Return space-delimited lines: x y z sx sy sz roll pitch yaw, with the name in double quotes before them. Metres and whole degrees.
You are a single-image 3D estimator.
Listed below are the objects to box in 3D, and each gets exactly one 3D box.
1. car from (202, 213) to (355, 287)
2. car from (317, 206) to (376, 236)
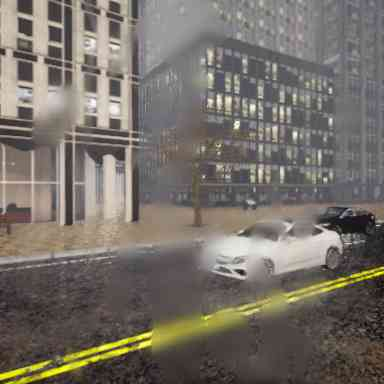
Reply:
"car" 2.443 1.526 9.442 4.674 1.442 1.812 0 0 -36
"car" 7.407 1.488 16.902 4.902 1.511 2.128 0 0 -34
